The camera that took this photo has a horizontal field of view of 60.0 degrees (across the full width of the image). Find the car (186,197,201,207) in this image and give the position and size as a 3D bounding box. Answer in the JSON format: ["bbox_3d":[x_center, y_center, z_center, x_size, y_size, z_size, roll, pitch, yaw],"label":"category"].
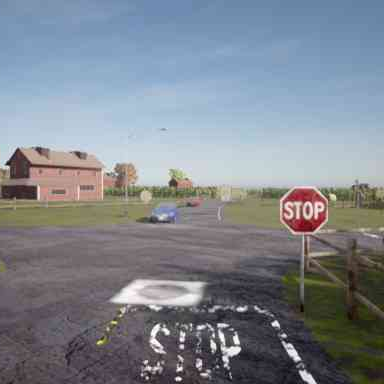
[{"bbox_3d":[0.242,1.478,50.378,1.882,1.535,5.008,0,0,7],"label":"car"}]

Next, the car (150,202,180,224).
[{"bbox_3d":[-1.967,1.524,25.156,1.812,1.442,4.674,0,0,3],"label":"car"}]
